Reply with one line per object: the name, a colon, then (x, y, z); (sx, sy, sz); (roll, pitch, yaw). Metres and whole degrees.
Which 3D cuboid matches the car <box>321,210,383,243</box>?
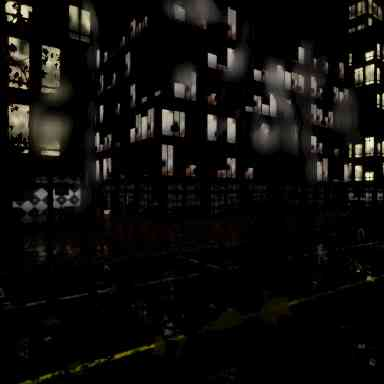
car: (8.146, 1.563, 16.222); (4.313, 1.339, 1.947); (0, 0, -35)
